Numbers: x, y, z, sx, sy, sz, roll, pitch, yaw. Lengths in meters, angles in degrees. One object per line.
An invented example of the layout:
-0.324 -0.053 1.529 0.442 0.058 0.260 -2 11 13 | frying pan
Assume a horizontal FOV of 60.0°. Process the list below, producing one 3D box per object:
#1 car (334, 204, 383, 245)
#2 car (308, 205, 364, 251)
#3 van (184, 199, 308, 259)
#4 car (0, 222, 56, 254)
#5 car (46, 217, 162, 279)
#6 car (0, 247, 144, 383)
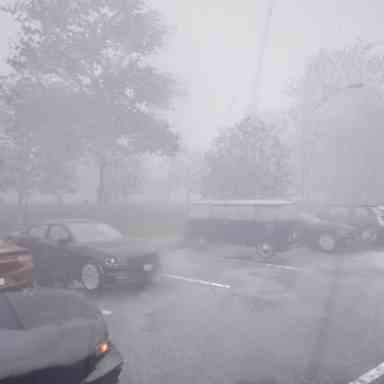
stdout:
6.725 1.363 15.772 4.553 1.767 2.185 -1 -1 36 | car
4.251 1.486 14.124 5.008 1.535 2.097 -1 -1 35 | car
1.707 1.260 12.492 4.442 1.987 1.878 -1 -1 35 | van
-5.480 1.484 7.292 5.008 1.535 2.097 -1 0 34 | car
-3.060 1.484 9.027 5.008 1.535 2.097 -1 -1 35 | car
-3.258 1.546 2.456 5.357 1.411 2.033 0 0 -36 | car
